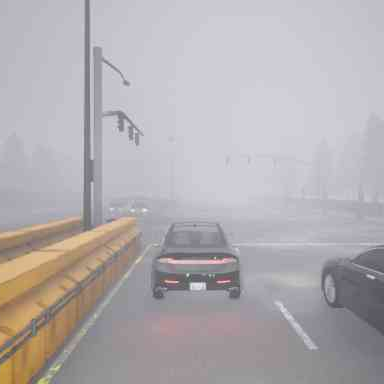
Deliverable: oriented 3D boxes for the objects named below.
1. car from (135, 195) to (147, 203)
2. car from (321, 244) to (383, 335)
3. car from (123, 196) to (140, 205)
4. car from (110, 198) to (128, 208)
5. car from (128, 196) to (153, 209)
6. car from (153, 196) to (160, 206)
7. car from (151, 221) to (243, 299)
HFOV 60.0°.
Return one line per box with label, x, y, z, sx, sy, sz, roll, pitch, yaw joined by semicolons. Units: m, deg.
car;-10.575;1.478;69.111;1.882;1.535;5.008;0;0;0
car;3.596;1.505;5.027;1.837;1.490;4.892;0;0;0
car;-10.641;1.491;59.022;2.128;1.511;4.902;0;0;0
car;-10.651;1.547;49.236;2.033;1.411;5.357;0;0;0
car;-7.149;1.352;46.548;2.097;1.767;4.553;0;0;0
car;-7.148;1.548;56.602;2.033;1.411;5.357;0;0;0
car;0.075;1.492;8.440;2.128;1.511;4.902;0;0;-1
